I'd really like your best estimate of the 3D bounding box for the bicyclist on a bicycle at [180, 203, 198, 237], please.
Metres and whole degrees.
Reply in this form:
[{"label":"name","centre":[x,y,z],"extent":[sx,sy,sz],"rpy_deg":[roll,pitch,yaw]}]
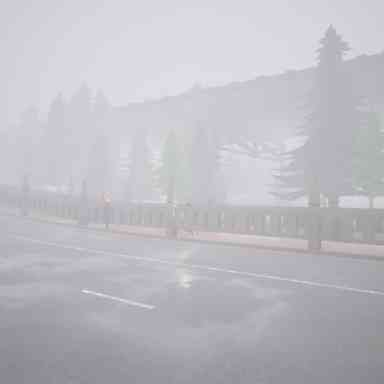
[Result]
[{"label":"bicyclist on a bicycle","centre":[-0.101,1.345,16.123],"extent":[0.582,1.620,1.656],"rpy_deg":[0,-3,33]}]
